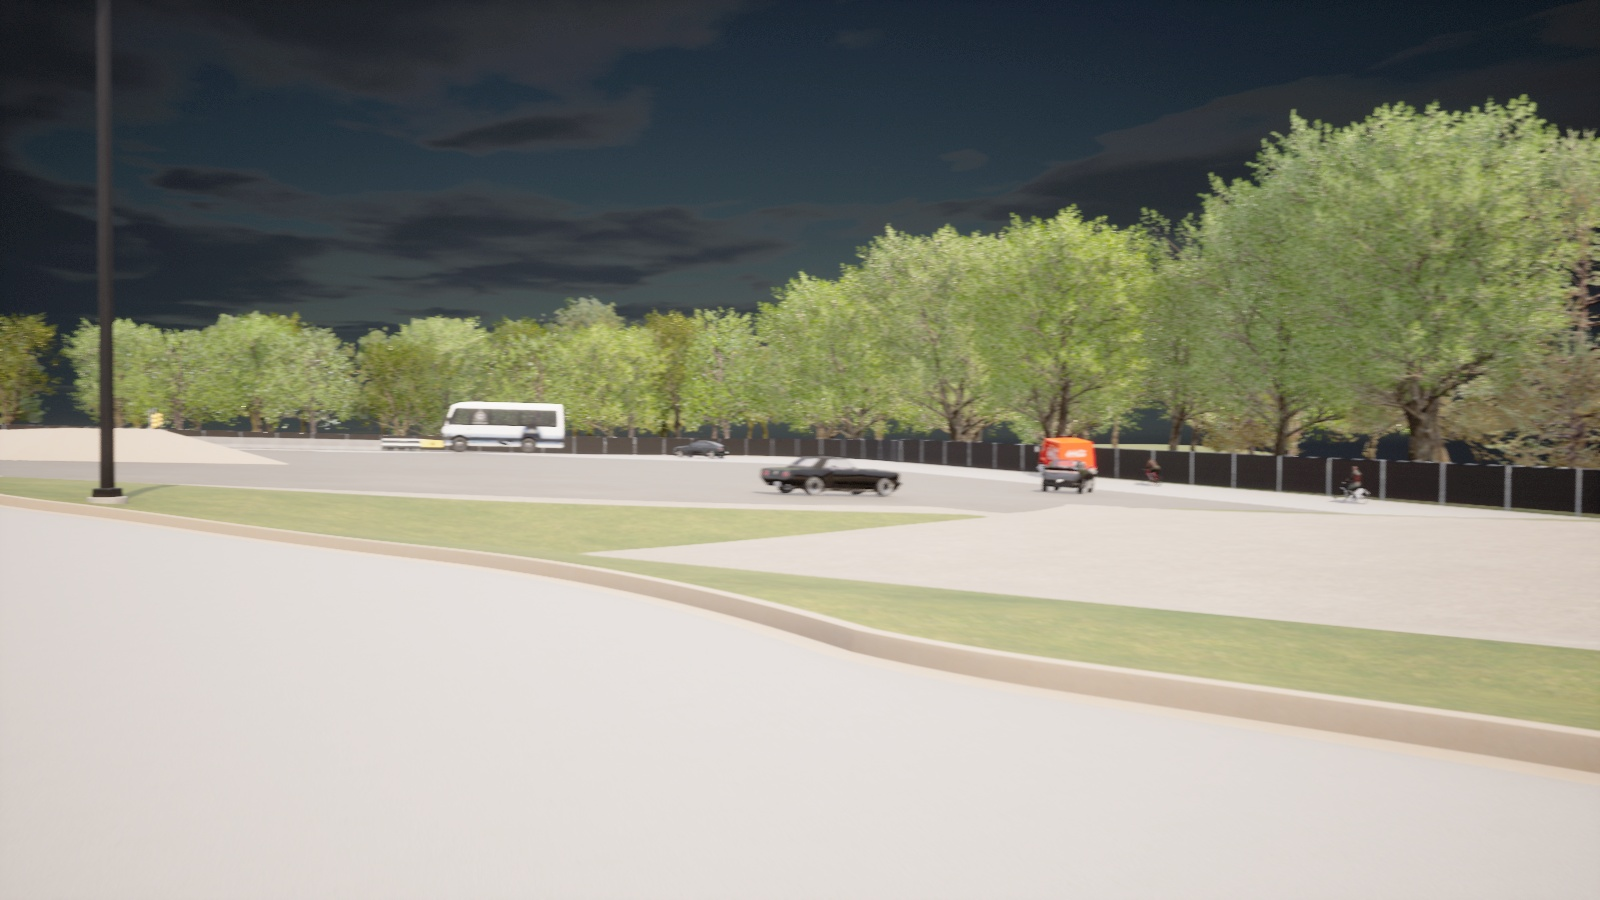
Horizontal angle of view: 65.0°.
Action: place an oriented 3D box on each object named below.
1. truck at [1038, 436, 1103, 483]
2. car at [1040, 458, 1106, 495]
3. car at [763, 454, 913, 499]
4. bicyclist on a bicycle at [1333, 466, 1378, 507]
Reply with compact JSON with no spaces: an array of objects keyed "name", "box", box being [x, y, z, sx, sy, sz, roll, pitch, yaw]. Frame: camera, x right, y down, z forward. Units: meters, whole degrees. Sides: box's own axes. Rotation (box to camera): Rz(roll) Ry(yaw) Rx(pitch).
[{"name":"truck","box":[16.898,0.565,78.727,2.627,2.467,5.204,-1,4,-4]},{"name":"car","box":[12.505,1.193,57.314,2.128,1.511,4.902,3,0,21]},{"name":"car","box":[1.300,0.899,42.061,4.718,1.301,1.895,2,0,-34]},{"name":"bicyclist on a bicycle","box":[25.877,1.698,58.492,0.659,1.776,1.843,0,2,-28]}]
